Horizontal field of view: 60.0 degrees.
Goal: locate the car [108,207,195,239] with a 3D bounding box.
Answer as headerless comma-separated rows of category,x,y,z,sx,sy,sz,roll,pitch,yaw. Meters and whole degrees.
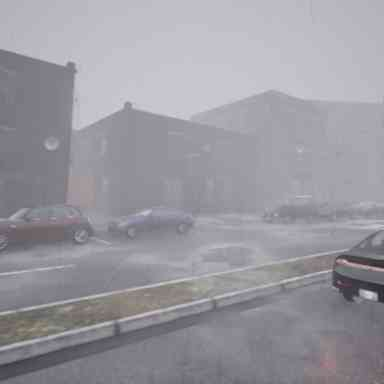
car,-1.999,1.500,17.213,4.674,1.452,2.002,0,0,-36

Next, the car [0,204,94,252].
car,-6.567,1.332,13.937,4.553,1.767,2.185,0,0,-36

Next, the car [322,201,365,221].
car,11.447,1.498,26.850,4.792,1.488,2.163,0,0,-36

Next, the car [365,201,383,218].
car,15.905,1.512,30.065,4.674,1.452,2.002,0,-2,-36

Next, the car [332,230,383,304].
car,4.907,1.494,6.938,4.902,1.511,2.128,0,0,-35

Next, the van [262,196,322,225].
van,6.887,1.240,23.580,4.442,1.987,1.878,0,0,-36
